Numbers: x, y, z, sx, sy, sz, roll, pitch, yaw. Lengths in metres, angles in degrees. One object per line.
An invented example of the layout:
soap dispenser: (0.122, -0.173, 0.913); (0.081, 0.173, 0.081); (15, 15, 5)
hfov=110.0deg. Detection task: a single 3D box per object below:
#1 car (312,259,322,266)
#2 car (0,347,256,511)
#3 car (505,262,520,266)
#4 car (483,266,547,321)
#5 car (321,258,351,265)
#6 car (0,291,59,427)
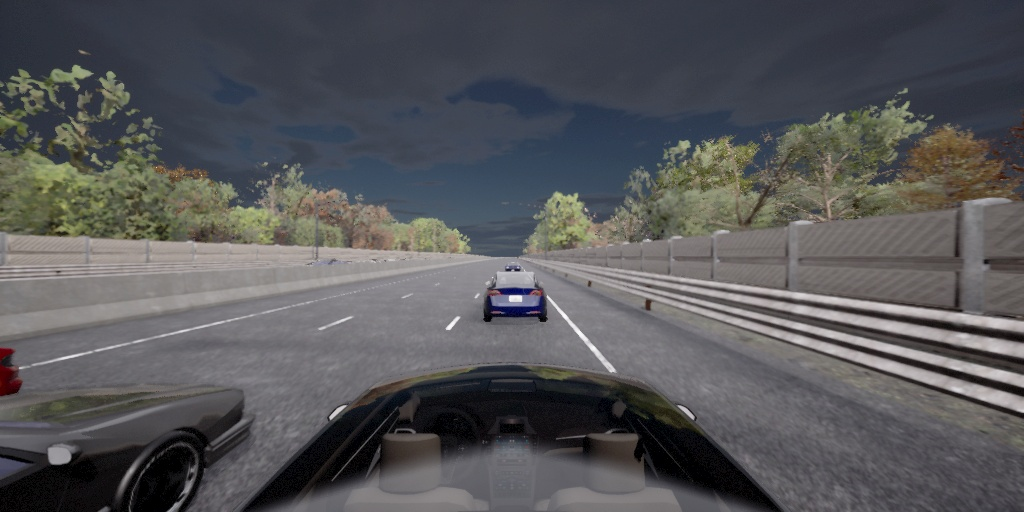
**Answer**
car: (-24.498, 1.109, 47.586); (2.097, 1.767, 4.553); (0, 0, 0)
car: (-3.394, 1.297, 0.948); (2.033, 1.411, 5.357); (0, 0, 0)
car: (0.109, 1.359, 43.290); (1.895, 1.301, 4.718); (0, 0, 0)
car: (0.104, 1.256, 12.500); (2.163, 1.488, 4.792); (0, 0, 0)
car: (-21.035, 1.323, 44.060); (1.994, 1.385, 4.181); (0, 0, 0)
car: (-6.898, 1.227, 2.214); (1.882, 1.535, 5.008); (0, 0, 0)
